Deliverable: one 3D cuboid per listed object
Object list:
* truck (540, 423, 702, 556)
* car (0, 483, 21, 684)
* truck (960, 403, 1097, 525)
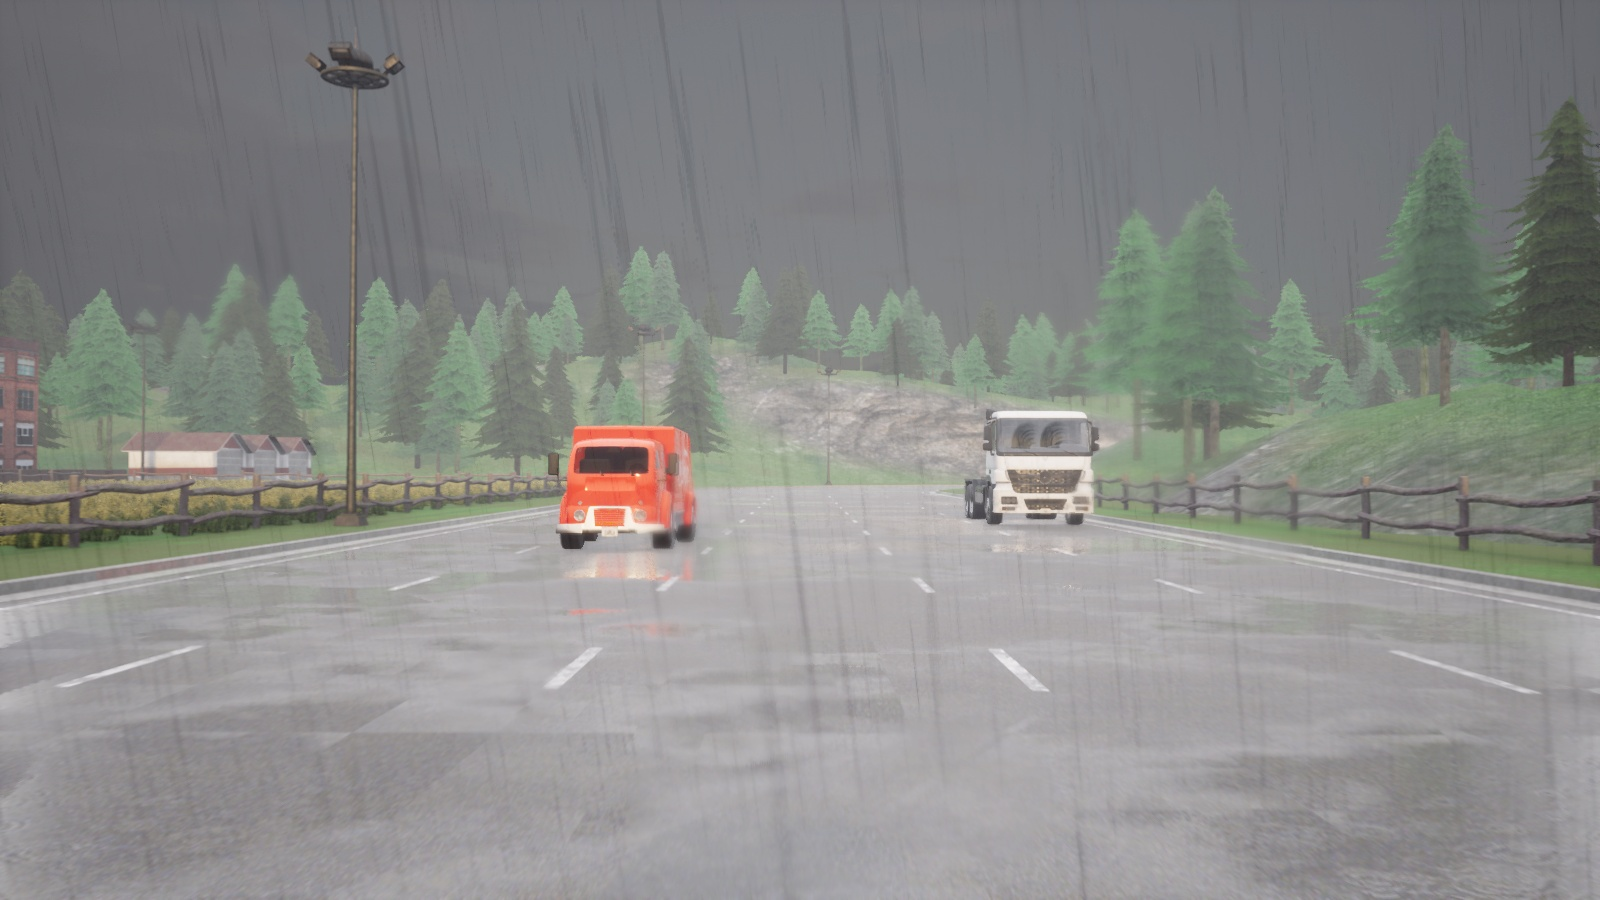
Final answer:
[{"bbox_3d":[-3.555,0.779,26.111,2.627,2.467,5.204,0,-1,0],"label":"truck"},{"bbox_3d":[-7.018,0.963,7.178,2.163,1.488,4.792,0,-1,0],"label":"car"},{"bbox_3d":[6.975,0.467,39.546,2.891,3.462,7.936,0,-1,0],"label":"truck"}]
